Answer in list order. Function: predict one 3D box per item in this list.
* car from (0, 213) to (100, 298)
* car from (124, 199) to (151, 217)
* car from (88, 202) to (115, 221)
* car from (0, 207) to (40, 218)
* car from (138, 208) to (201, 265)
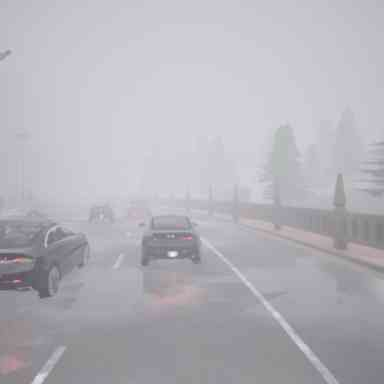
[{"bbox_3d":[-3.987,1.522,8.487,2.128,1.511,4.902,0,0,-4],"label":"car"},{"bbox_3d":[-5.398,1.430,32.611,2.097,1.767,4.553,0,0,-18],"label":"car"},{"bbox_3d":[-7.455,1.581,27.405,1.837,1.490,4.892,0,0,-15],"label":"car"},{"bbox_3d":[-8.692,1.589,17.203,1.812,1.442,4.674,0,0,-10],"label":"car"},{"bbox_3d":[-0.832,1.529,11.911,1.837,1.490,4.892,0,0,-7],"label":"car"}]
